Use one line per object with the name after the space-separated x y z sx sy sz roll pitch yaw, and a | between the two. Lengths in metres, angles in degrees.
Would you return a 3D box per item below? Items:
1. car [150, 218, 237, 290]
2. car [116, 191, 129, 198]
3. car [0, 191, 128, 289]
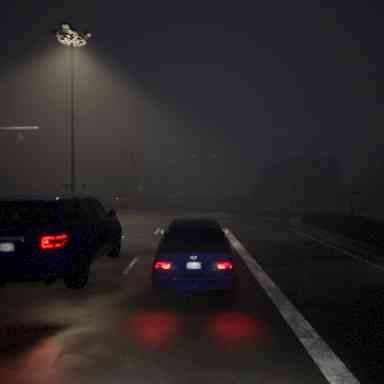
0.057 1.414 8.849 2.033 1.411 5.357 0 1 1 | car
-14.993 0.460 71.516 1.812 1.442 4.674 0 1 0 | car
-3.443 1.087 8.915 2.150 2.045 5.566 0 1 1 | car
